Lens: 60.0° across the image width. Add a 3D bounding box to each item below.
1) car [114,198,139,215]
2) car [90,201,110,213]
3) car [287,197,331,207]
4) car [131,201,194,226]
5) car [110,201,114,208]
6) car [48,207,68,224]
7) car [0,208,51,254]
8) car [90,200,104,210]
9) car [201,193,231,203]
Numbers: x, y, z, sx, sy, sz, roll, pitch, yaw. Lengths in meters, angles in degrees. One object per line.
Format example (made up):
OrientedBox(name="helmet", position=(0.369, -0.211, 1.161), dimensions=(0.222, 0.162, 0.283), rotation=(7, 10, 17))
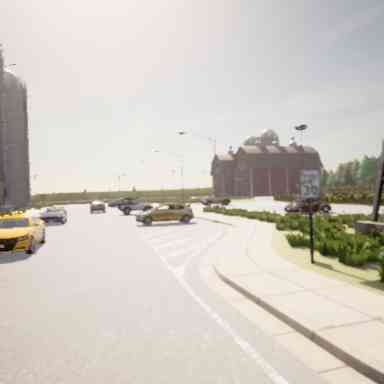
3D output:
OrientedBox(name="car", position=(-6.270, 1.530, 36.962), dimensions=(3.866, 1.878, 1.905), rotation=(-2, 0, -16))
OrientedBox(name="car", position=(-12.325, 1.935, 43.519), dimensions=(2.128, 1.511, 4.902), rotation=(-2, 0, -16))
OrientedBox(name="car", position=(10.027, 1.123, 28.852), dimensions=(3.905, 1.438, 1.784), rotation=(-2, 0, -16))
OrientedBox(name="car", position=(-2.002, 1.568, 24.159), dimensions=(4.193, 1.474, 1.816), rotation=(-2, 0, -16))
OrientedBox(name="car", position=(-12.934, 1.937, 60.229), dimensions=(4.611, 1.667, 2.242), rotation=(-2, 0, -16))
OrientedBox(name="car", position=(-11.798, 1.979, 28.628), dimensions=(2.033, 1.411, 5.357), rotation=(-2, 0, -16))
OrientedBox(name="car", position=(-7.712, 1.762, 14.612), dimensions=(1.882, 1.535, 5.008), rotation=(-2, 0, -16))
OrientedBox(name="car", position=(-15.236, 2.096, 53.460), dimensions=(2.033, 1.411, 5.357), rotation=(-2, 0, -16))
OrientedBox(name="car", position=(3.653, 1.143, 50.411), dimensions=(4.605, 1.855, 1.932), rotation=(-2, 0, -16))
